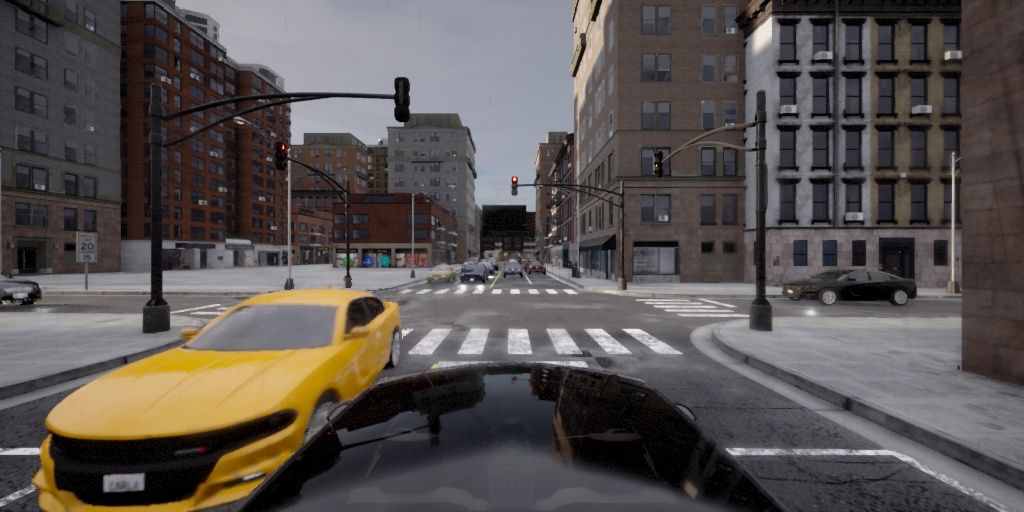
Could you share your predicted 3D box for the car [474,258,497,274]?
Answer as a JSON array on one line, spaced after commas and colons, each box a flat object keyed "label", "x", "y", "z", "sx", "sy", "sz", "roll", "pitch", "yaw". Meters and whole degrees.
[{"label": "car", "x": -2.839, "y": 1.277, "z": 38.204, "sx": 1.812, "sy": 1.442, "sz": 4.674, "roll": 0, "pitch": 0, "yaw": 0}]

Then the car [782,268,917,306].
[{"label": "car", "x": 14.777, "y": 1.310, "z": 15.858, "sx": 5.008, "sy": 1.535, "sz": 1.882, "roll": 0, "pitch": 0, "yaw": -1}]

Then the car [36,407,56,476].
[{"label": "car", "x": -5.388, "y": 1.300, "z": 1.225, "sx": 2.007, "sy": 1.370, "sz": 4.403, "roll": 0, "pitch": 0, "yaw": 0}]

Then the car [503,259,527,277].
[{"label": "car", "x": 0.104, "y": 1.298, "z": 35.951, "sx": 2.033, "sy": 1.411, "sz": 5.357, "roll": 0, "pitch": 0, "yaw": 0}]

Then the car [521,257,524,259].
[{"label": "car", "x": 2.652, "y": 1.066, "z": 45.054, "sx": 2.192, "sy": 1.841, "sz": 5.009, "roll": 0, "pitch": 0, "yaw": 0}]

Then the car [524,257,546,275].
[{"label": "car", "x": 2.650, "y": 1.191, "z": 39.391, "sx": 1.967, "sy": 1.591, "sz": 4.097, "roll": 0, "pitch": 0, "yaw": 0}]

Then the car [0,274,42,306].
[{"label": "car", "x": -20.087, "y": 1.150, "z": 12.883, "sx": 4.902, "sy": 1.511, "sz": 2.128, "roll": 0, "pitch": 0, "yaw": 0}]

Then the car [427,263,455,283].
[{"label": "car", "x": -5.379, "y": 1.276, "z": 27.901, "sx": 1.751, "sy": 1.417, "sz": 4.829, "roll": 0, "pitch": 0, "yaw": 0}]

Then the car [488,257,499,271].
[{"label": "car", "x": -2.818, "y": 1.230, "z": 48.694, "sx": 1.882, "sy": 1.535, "sz": 5.008, "roll": 0, "pitch": 0, "yaw": 0}]

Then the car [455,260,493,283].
[{"label": "car", "x": -2.840, "y": 1.298, "z": 28.153, "sx": 2.033, "sy": 1.411, "sz": 5.357, "roll": 0, "pitch": 0, "yaw": 0}]

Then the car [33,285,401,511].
[{"label": "car", "x": -2.827, "y": 1.228, "z": 4.856, "sx": 1.882, "sy": 1.535, "sz": 5.008, "roll": 1, "pitch": 0, "yaw": -6}]

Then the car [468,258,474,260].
[{"label": "car", "x": -5.373, "y": 1.302, "z": 45.057, "sx": 2.007, "sy": 1.370, "sz": 4.403, "roll": 0, "pitch": 0, "yaw": 0}]
